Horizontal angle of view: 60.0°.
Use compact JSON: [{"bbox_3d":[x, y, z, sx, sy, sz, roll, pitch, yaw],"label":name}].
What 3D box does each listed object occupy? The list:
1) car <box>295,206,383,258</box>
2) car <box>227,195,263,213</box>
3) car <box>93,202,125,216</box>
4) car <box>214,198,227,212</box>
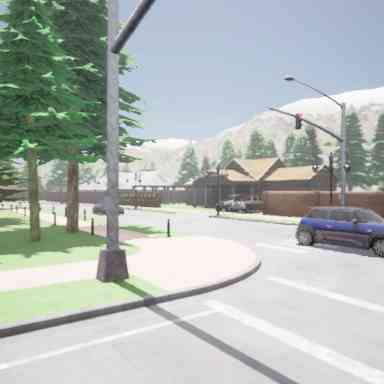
[{"bbox_3d":[6.460,1.386,13.090,2.097,1.767,4.553,0,0,-38],"label":"car"},{"bbox_3d":[6.248,1.241,34.762,4.605,1.855,1.932,0,0,-37],"label":"car"},{"bbox_3d":[-8.208,1.587,32.718,1.994,1.385,4.181,0,0,-36],"label":"car"},{"bbox_3d":[4.429,1.242,36.542,3.866,1.878,1.905,0,0,-37],"label":"car"}]
